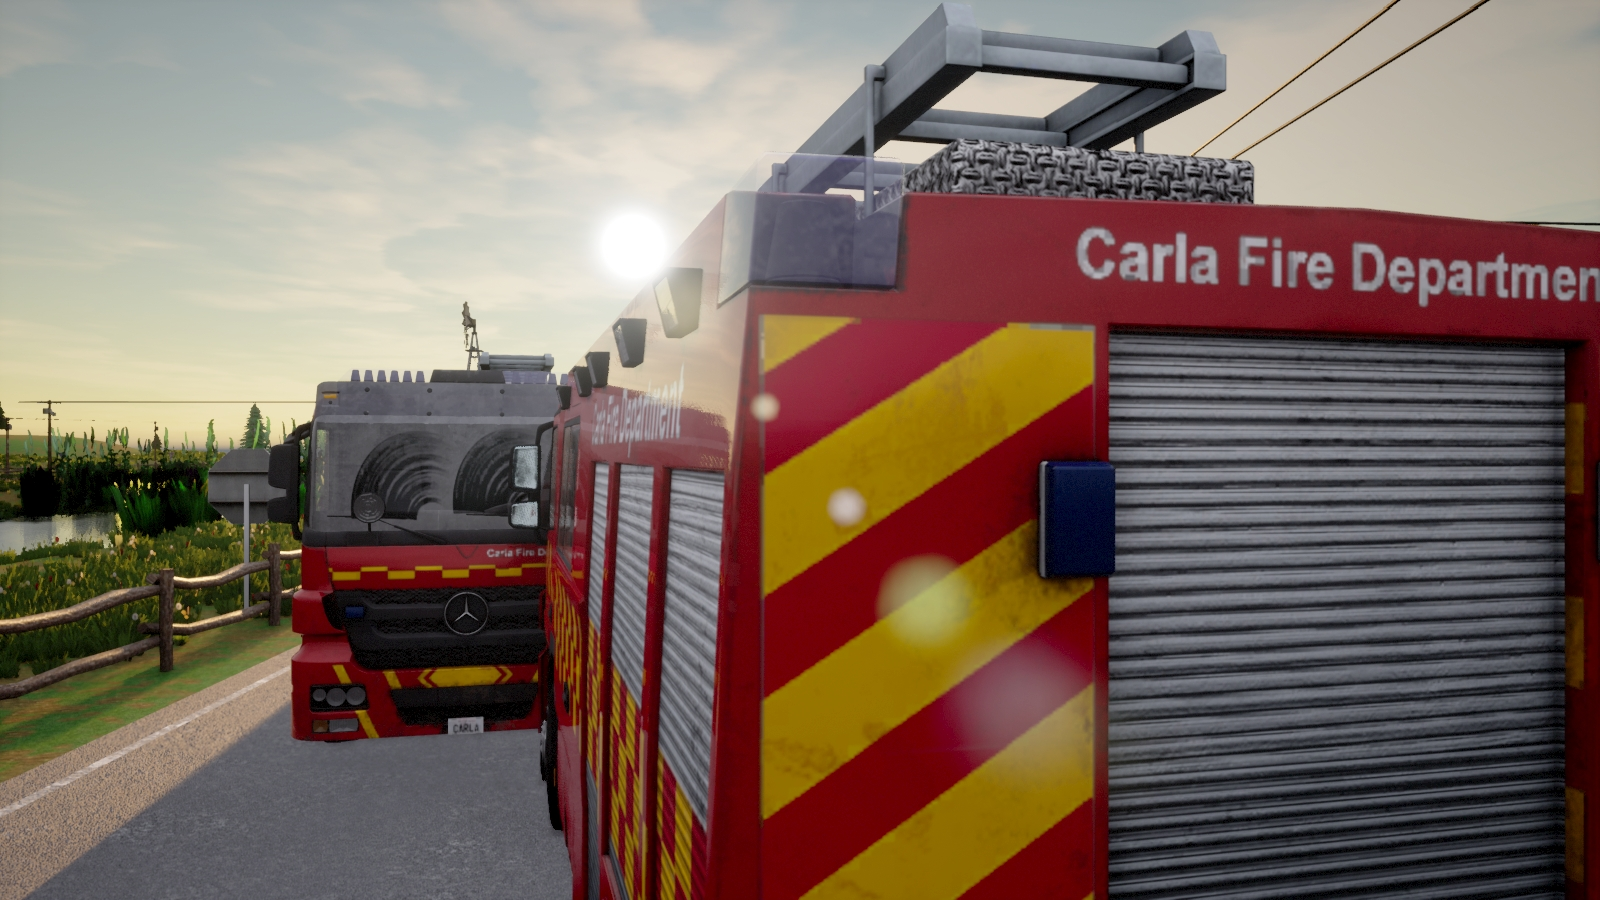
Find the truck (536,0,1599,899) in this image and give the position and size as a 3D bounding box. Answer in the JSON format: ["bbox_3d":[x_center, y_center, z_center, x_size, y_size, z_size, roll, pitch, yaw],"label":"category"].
[{"bbox_3d":[0.039,0.867,6.872,2.891,3.827,8.468,0,0,-15],"label":"truck"}]

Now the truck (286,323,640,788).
[{"bbox_3d":[-3.911,0.862,13.867,2.891,3.827,8.468,0,0,-15],"label":"truck"}]

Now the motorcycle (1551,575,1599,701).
[{"bbox_3d":[9.784,2.142,13.120,1.805,1.316,0.856,0,0,-7],"label":"motorcycle"}]

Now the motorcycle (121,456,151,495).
[{"bbox_3d":[-41.342,1.577,71.168,0.803,2.348,2.033,0,0,-4],"label":"motorcycle"}]
